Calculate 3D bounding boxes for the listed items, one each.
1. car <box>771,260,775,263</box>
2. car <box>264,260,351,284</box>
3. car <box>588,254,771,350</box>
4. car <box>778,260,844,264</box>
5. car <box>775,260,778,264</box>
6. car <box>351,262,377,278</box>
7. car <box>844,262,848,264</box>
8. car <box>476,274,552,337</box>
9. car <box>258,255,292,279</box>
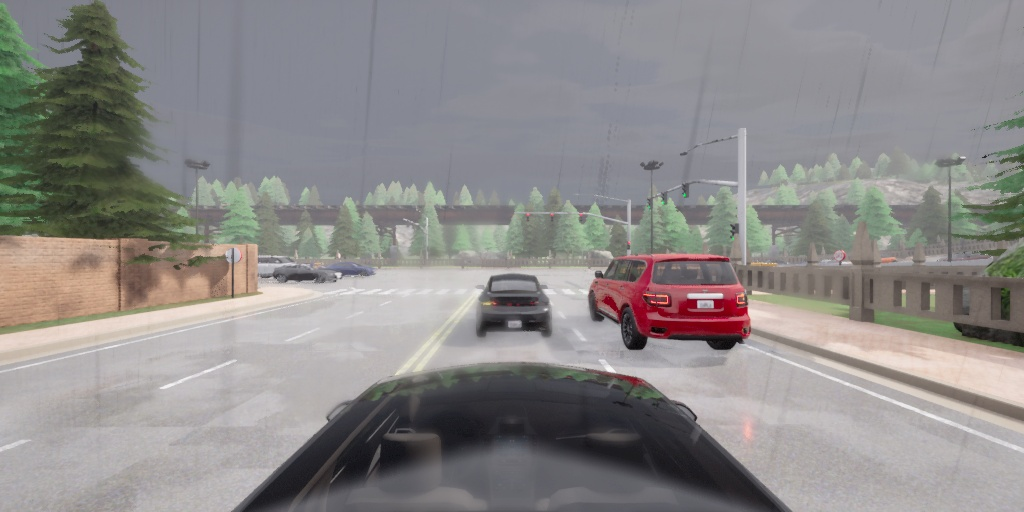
[{"bbox_3d":[29.228,1.242,44.585,4.902,1.511,2.128,0,0,0],"label":"car"},{"bbox_3d":[-14.901,1.242,26.260,4.902,1.511,2.128,0,0,9],"label":"car"},{"bbox_3d":[3.516,0.971,9.196,2.150,2.045,5.566,0,0,0],"label":"car"},{"bbox_3d":[34.189,1.286,41.111,5.357,1.411,2.033,0,0,0],"label":"car"},{"bbox_3d":[34.745,1.240,48.111,4.892,1.490,1.837,0,0,0],"label":"car"},{"bbox_3d":[-15.214,1.276,33.786,4.674,1.442,1.812,0,0,0],"label":"car"},{"bbox_3d":[39.209,1.183,44.638,4.674,1.442,1.812,-2,0,0],"label":"car"},{"bbox_3d":[0.019,1.255,10.296,1.837,1.490,4.892,0,0,-1],"label":"car"},{"bbox_3d":[-19.885,0.970,30.279,5.566,2.045,2.150,0,0,0],"label":"car"}]
